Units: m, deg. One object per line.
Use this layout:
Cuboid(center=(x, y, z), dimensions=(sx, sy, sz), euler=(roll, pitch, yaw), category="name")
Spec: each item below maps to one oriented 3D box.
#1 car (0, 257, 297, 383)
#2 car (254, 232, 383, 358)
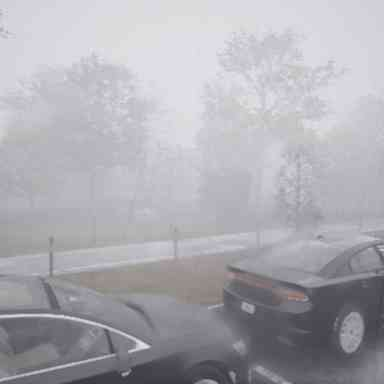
Cuboid(center=(-1.646, 1.516, 2.880), dimensions=(4.892, 1.521, 2.231), euler=(1, 0, -33), category="car")
Cuboid(center=(2.866, 1.494, 6.097), dimensions=(5.008, 1.535, 2.097), euler=(0, 0, -33), category="car")
